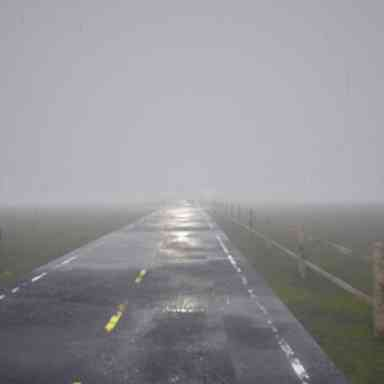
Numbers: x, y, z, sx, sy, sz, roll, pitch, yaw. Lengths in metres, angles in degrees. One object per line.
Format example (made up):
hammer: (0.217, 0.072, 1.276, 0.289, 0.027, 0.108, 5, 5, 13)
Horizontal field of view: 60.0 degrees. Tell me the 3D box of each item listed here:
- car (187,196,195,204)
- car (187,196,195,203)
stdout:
car: (-0.202, 1.915, 73.899, 2.128, 1.511, 4.902, 0, 0, 0)
car: (-0.232, 1.846, 84.319, 2.128, 1.511, 4.902, 0, 0, 0)
